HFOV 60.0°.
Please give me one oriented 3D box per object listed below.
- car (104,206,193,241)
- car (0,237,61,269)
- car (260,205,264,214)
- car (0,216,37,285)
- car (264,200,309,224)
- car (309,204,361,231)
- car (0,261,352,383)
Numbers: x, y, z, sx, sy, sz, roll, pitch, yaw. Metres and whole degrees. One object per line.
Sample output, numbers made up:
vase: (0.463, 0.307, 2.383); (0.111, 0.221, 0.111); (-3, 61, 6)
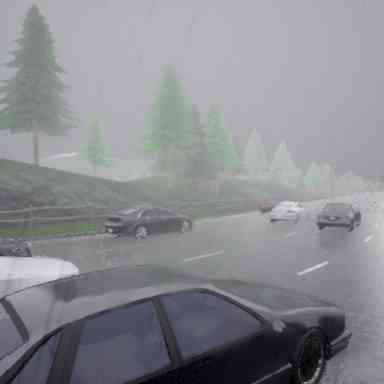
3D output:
car: (-2.016, 1.458, 16.650); (1.837, 1.490, 4.892); (1, 1, 43)
car: (-4.230, 1.534, 5.312); (4.674, 1.442, 1.812); (-1, 1, -35)
car: (8.193, 1.431, 32.202); (1.895, 1.301, 4.718); (0, 0, 31)
car: (-6.519, 1.519, 7.908); (4.892, 1.490, 1.837); (-1, 1, -35)
car: (6.918, 1.397, 23.374); (1.812, 1.442, 4.674); (0, 0, 32)
car: (8.703, 1.421, 19.546); (2.033, 1.411, 5.357); (0, 0, 32)
car: (-0.530, 1.539, 3.383); (5.357, 1.411, 2.033); (-1, 0, -38)
